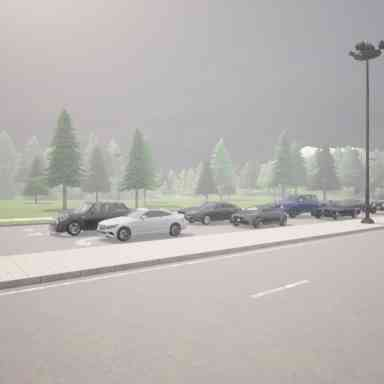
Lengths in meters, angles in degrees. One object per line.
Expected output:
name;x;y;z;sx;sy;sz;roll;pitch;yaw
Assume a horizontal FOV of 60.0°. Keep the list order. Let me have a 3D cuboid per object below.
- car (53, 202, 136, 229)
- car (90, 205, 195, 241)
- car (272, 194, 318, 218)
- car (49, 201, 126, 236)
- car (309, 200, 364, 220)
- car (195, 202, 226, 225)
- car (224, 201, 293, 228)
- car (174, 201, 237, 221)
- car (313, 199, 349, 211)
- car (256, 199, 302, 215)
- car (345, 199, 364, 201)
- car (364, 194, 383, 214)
car;-6.471;1.478;22.436;5.008;1.535;1.882;0;0;-38
car;-2.392;1.526;16.741;4.674;1.442;1.812;0;0;-38
car;9.518;1.221;30.501;5.566;2.045;2.150;0;0;-38
car;-5.548;1.352;18.716;4.553;1.767;2.097;0;0;-38
car;12.295;1.601;28.219;4.718;1.301;1.895;0;0;-38
car;1.640;1.505;24.340;4.892;1.490;1.837;0;0;-38
car;4.469;1.564;22.119;4.181;1.385;1.994;0;0;-39
car;1.262;1.547;28.489;5.357;1.411;2.033;0;0;-38
car;17.050;1.601;40.711;4.718;1.301;1.895;0;0;-37
car;9.082;1.491;34.594;4.902;1.511;2.128;0;0;-38
car;17.626;1.505;36.749;4.892;1.490;1.837;0;0;-37
car;20.607;1.221;34.623;5.566;2.045;2.150;0;0;-38
